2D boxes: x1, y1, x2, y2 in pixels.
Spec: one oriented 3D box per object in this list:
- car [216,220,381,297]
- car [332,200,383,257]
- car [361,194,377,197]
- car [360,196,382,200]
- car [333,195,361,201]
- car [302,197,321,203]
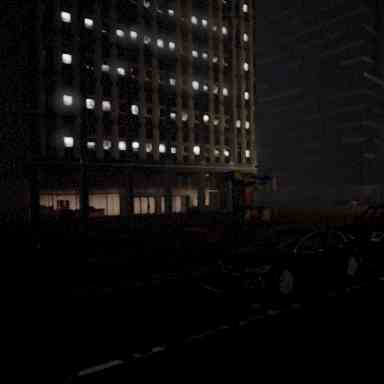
[{"bbox_3d":[2.593,1.552,8.425,4.403,1.369,2.008,0,-1,-35],"label":"car"},{"bbox_3d":[7.170,1.316,11.696,5.009,1.841,2.192,0,-1,-35],"label":"car"},{"bbox_3d":[33.854,1.413,65.261,2.192,1.841,5.009,-2,1,-41],"label":"car"},{"bbox_3d":[31.158,1.802,55.558,1.947,1.339,4.313,-2,1,-41],"label":"car"},{"bbox_3d":[27.470,1.708,59.829,1.967,1.590,4.097,-2,1,-41],"label":"car"},{"bbox_3d":[26.479,1.727,73.822,1.947,1.339,4.313,-2,1,-41],"label":"car"}]
